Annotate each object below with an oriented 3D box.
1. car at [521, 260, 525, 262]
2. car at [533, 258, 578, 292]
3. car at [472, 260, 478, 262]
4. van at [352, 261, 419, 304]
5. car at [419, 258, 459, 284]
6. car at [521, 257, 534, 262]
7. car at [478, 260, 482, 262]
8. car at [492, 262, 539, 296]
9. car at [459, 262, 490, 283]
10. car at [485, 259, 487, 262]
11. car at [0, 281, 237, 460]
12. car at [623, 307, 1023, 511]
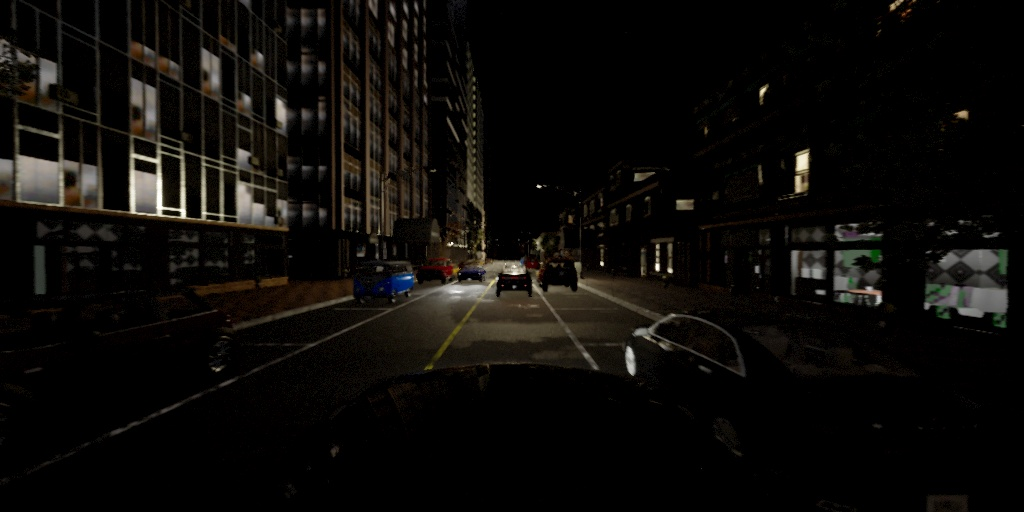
[{"bbox_3d":[0.120,1.400,36.190,1.895,1.301,4.718,0,0,0],"label":"car"},{"bbox_3d":[2.700,1.093,21.741,2.192,1.841,5.009,0,0,0],"label":"car"},{"bbox_3d":[-5.669,1.355,43.894,1.888,1.381,4.507,0,0,0],"label":"car"},{"bbox_3d":[-5.684,1.112,16.220,1.690,1.789,3.998,0,0,0],"label":"van"},{"bbox_3d":[-5.677,1.102,27.289,2.192,1.841,5.009,0,0,0],"label":"car"},{"bbox_3d":[2.715,1.132,49.414,2.192,1.841,5.009,0,0,0],"label":"car"},{"bbox_3d":[-5.663,1.351,54.794,1.751,1.417,4.829,0,0,0],"label":"car"},{"bbox_3d":[0.111,1.268,19.434,2.128,1.511,4.902,0,0,0],"label":"car"},{"bbox_3d":[-3.085,1.389,28.293,1.895,1.301,4.718,0,0,0],"label":"car"},{"bbox_3d":[-5.660,1.359,60.328,1.751,1.417,4.829,0,0,0],"label":"car"},{"bbox_3d":[-5.701,1.195,4.423,1.967,1.591,4.097,0,0,0],"label":"car"},{"bbox_3d":[2.703,1.304,4.402,2.007,1.370,4.403,0,0,0],"label":"car"}]
